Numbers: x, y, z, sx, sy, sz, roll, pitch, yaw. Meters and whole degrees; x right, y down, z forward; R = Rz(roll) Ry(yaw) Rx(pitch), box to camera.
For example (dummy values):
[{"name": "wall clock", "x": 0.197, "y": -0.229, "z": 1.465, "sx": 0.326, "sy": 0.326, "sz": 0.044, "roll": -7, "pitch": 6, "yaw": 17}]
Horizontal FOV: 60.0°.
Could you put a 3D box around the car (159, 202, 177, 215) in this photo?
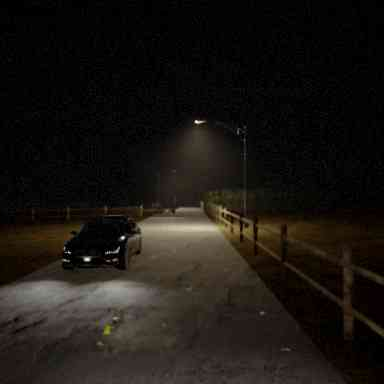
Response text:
[{"name": "car", "x": -2.876, "y": 1.934, "z": 40.401, "sx": 1.812, "sy": 1.442, "sz": 4.674, "roll": 0, "pitch": -1, "yaw": 0}]

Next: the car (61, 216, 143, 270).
[{"name": "car", "x": -2.877, "y": 1.644, "z": 11.534, "sx": 1.837, "sy": 1.490, "sz": 4.892, "roll": 0, "pitch": -1, "yaw": 0}]
